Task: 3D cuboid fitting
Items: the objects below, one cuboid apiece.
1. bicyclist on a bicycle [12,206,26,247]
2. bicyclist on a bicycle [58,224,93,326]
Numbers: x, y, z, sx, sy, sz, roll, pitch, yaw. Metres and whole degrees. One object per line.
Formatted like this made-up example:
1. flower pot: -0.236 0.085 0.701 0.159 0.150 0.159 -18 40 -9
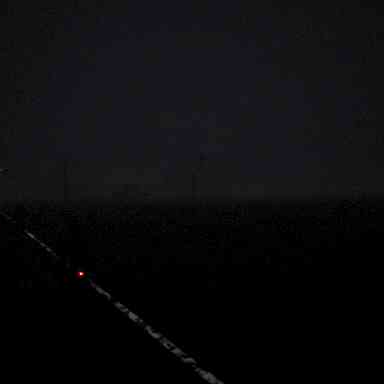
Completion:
1. bicyclist on a bicycle: -7.035 1.400 13.588 0.582 1.620 1.656 -2 1 -33
2. bicyclist on a bicycle: -2.057 1.405 5.908 0.582 1.620 1.656 -2 1 -33
